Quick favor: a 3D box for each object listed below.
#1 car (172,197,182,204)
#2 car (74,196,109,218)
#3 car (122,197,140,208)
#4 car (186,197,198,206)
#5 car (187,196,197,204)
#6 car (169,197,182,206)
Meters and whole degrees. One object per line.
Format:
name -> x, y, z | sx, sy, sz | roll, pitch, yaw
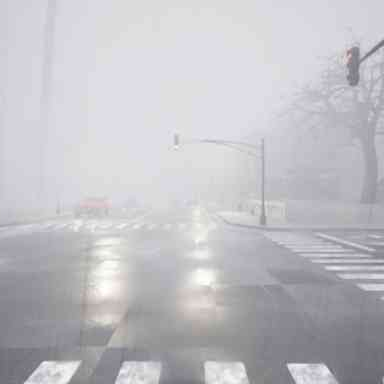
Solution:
car -> -3.250, 1.762, 71.293 | 1.994, 1.385, 4.181 | 0, 0, 0
car -> -9.847, 1.393, 33.091 | 2.150, 2.045, 5.566 | 0, 0, 0
car -> -9.775, 1.627, 53.543 | 2.097, 1.767, 4.553 | 0, 0, 0
car -> 0.000, 1.845, 61.287 | 1.812, 1.442, 4.674 | 0, 0, 0
car -> 0.000, 1.735, 71.293 | 2.128, 1.511, 4.902 | 0, 0, 0
car -> -3.250, 1.920, 61.317 | 1.895, 1.301, 4.718 | 0, 0, 0
